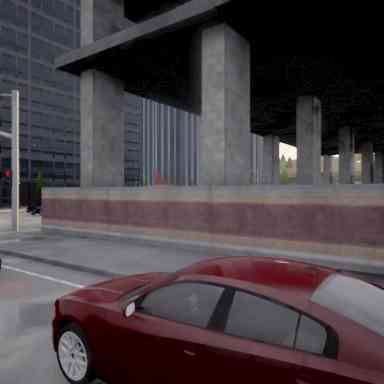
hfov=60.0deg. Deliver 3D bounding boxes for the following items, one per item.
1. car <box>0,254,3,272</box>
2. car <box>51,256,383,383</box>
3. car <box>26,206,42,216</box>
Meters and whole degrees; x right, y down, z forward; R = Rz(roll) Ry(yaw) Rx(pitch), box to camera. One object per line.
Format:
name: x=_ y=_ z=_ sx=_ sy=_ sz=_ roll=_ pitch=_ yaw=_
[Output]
car: x=-6.887 y=1.562 z=8.850 sx=4.181 sy=1.385 sz=1.994 roll=0 pitch=0 yaw=36
car: x=0.460 y=1.477 z=3.662 sx=5.008 sy=1.535 sz=1.882 roll=0 pitch=0 yaw=35
car: x=-14.083 y=1.650 z=33.517 sx=1.895 sy=1.301 sz=4.718 roll=0 pitch=0 yaw=36
